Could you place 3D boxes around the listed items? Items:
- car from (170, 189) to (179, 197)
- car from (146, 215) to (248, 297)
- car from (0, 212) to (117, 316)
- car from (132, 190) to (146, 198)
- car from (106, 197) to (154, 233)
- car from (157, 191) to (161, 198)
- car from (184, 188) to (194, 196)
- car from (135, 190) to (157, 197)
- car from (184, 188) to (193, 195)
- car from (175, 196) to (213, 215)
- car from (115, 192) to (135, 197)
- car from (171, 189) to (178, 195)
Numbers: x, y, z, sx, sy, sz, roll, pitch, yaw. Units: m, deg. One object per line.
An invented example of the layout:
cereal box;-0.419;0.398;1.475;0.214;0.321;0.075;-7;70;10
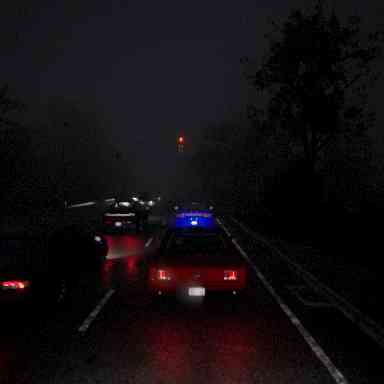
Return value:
car;-4.048;0.306;75.661;2.033;1.411;5.357;0;1;-2
car;0.099;1.495;8.280;1.895;1.301;4.718;0;1;0
car;-3.402;1.452;7.656;2.033;1.411;5.357;0;1;0
car;-10.813;0.413;68.048;2.128;1.511;4.902;0;1;-1
car;-3.402;1.228;17.773;2.128;1.511;4.902;0;1;0
car;-7.320;0.439;68.433;2.033;1.411;5.357;0;1;-1
car;-0.564;0.247;76.170;1.882;1.535;5.008;0;1;-2
car;-7.152;0.518;52.188;2.097;1.767;4.553;0;1;0
car;-1.054;-0.135;86.280;2.097;1.767;4.553;0;1;-3
car;0.097;1.217;17.622;1.882;1.535;5.008;0;1;0
car;-10.647;0.778;51.544;1.895;1.301;4.718;0;1;0
car;-4.550;0.037;86.113;1.812;1.442;4.674;0;1;-3
